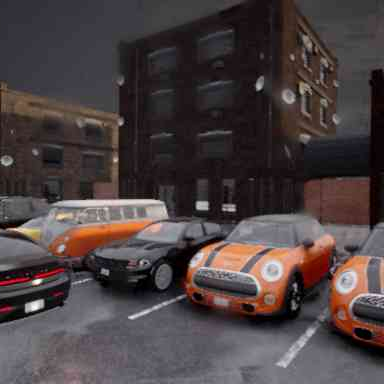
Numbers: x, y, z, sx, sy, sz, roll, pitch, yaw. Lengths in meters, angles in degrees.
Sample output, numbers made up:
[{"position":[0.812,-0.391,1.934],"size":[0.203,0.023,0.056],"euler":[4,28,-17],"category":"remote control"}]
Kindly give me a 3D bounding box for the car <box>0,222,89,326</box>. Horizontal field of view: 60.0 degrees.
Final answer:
[{"position":[-4.381,1.493,6.504],"size":[4.892,1.490,1.837],"euler":[0,0,36],"category":"car"}]

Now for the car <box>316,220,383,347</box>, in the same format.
[{"position":[4.063,1.354,6.095],"size":[2.185,1.767,4.553],"euler":[0,0,36],"category":"car"}]

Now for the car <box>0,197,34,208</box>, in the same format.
[{"position":[-7.162,1.209,14.099],"size":[2.435,2.045,5.566],"euler":[0,0,36],"category":"car"}]

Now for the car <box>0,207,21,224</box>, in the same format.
[{"position":[-5.042,1.461,12.324],"size":[1.946,1.575,5.366],"euler":[0,0,36],"category":"car"}]

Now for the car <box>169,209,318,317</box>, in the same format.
[{"position":[1.818,1.349,7.696],"size":[2.185,1.767,4.553],"euler":[0,0,36],"category":"car"}]

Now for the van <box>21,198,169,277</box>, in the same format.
[{"position":[-2.757,1.241,10.778],"size":[1.878,1.987,4.442],"euler":[0,0,36],"category":"van"}]
